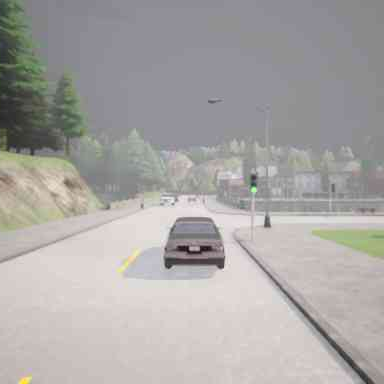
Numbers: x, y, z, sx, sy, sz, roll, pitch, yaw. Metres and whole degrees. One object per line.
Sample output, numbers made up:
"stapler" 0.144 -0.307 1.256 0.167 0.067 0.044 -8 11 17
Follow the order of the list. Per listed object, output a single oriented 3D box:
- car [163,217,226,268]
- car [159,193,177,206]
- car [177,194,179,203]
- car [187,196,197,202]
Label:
"car" 0.078 1.549 11.316 2.033 1.411 5.357 0 0 0
"car" -4.063 1.231 54.637 2.150 2.045 5.566 0 0 1
"car" -4.001 1.235 70.497 2.150 2.045 5.566 0 0 0
"car" -0.001 1.420 69.749 1.895 1.301 4.718 0 0 0
